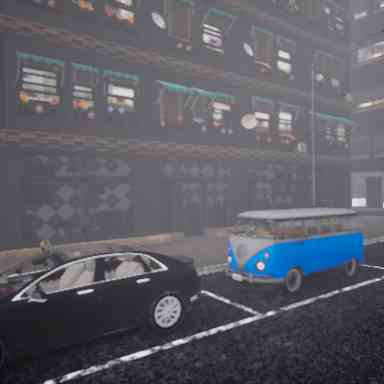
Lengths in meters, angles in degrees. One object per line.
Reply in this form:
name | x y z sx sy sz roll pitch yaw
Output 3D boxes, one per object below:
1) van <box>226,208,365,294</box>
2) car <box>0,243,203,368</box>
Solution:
van | 2.696 1.321 8.453 3.998 1.788 1.690 0 -1 -35
car | -1.864 1.547 5.200 4.403 1.369 2.008 0 -1 -35
